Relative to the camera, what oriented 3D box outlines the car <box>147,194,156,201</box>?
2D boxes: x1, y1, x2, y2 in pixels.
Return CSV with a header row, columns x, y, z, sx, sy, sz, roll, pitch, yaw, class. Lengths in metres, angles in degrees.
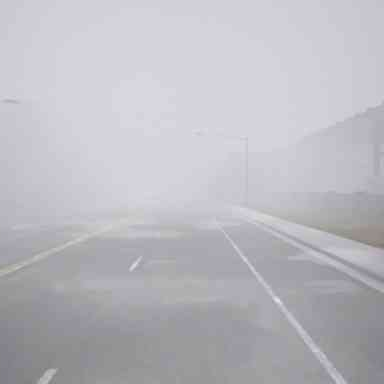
x,y,z,sx,sy,sz,roll,pitch,yaw,class
-10.451,1.423,86.112,1.837,1.490,4.892,0,0,0,car
